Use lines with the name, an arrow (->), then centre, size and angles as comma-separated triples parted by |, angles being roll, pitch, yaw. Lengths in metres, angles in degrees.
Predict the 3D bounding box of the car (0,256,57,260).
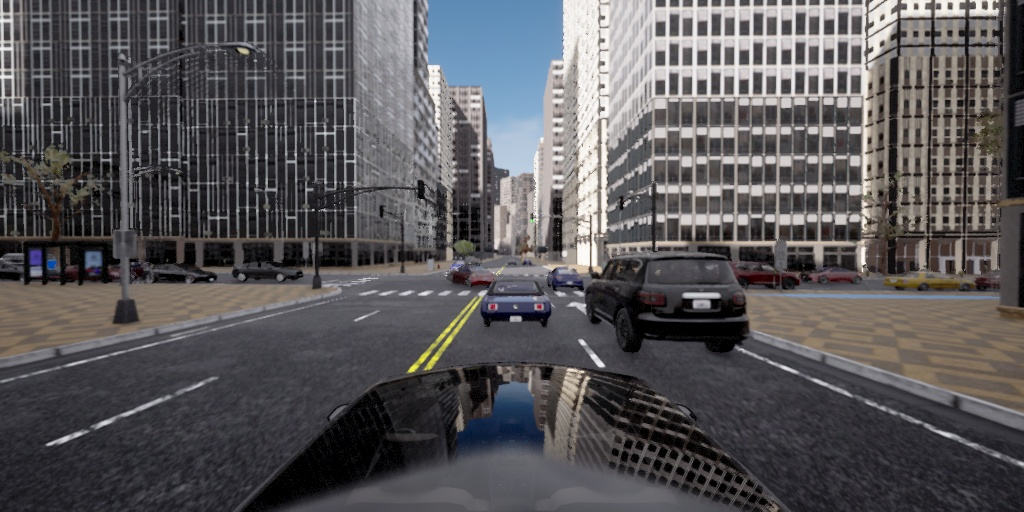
car -> -38.738, 0.968, 27.608 | 4.892, 1.490, 1.837 | 1, 1, 1

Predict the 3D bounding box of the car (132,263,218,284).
car -> -22.714, 1.213, 24.555 | 4.313, 1.339, 1.948 | 0, 0, 1

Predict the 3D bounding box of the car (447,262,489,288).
car -> -2.953, 1.375, 25.264 | 1.994, 1.385, 4.181 | 0, 1, -36

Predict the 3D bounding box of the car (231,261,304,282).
car -> -18.419, 1.150, 27.171 | 4.892, 1.490, 1.837 | 1, 1, 1

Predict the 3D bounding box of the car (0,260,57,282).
car -> -34.079, 1.110, 24.870 | 4.313, 1.339, 1.948 | 0, 0, 1

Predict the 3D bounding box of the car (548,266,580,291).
car -> 3.360, 1.394, 23.145 | 1.812, 1.442, 4.674 | 0, 0, 0

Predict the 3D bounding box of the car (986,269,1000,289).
car -> 33.128, 1.718, 23.694 | 4.207, 1.307, 1.802 | 0, 0, 1

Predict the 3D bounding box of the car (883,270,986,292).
car -> 27.658, 1.613, 23.792 | 4.829, 1.417, 1.751 | 0, 0, 1

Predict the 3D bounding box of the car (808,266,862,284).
car -> 26.128, 1.554, 29.597 | 4.181, 1.385, 1.994 | 0, 1, 1

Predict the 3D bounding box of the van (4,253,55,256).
van -> -45.264, 0.659, 33.539 | 3.998, 1.789, 1.690 | 0, 0, 1

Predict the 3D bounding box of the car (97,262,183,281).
car -> -28.300, 1.158, 27.382 | 4.718, 1.301, 1.895 | 1, 1, 1

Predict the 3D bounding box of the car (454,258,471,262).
car -> -6.557, 1.309, 44.575 | 1.812, 1.442, 4.674 | 0, 0, -2

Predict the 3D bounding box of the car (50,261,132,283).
car -> -28.398, 1.178, 24.692 | 4.207, 1.307, 1.802 | 0, 0, 1

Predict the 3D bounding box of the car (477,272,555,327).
car -> 0.106, 1.360, 11.596 | 1.895, 1.301, 4.718 | 0, 0, 0

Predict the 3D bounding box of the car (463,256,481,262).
car -> -6.534, 1.008, 54.538 | 2.150, 2.045, 5.566 | 0, 0, 1

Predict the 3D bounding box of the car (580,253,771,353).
car -> 3.351, 0.973, 8.959 | 2.150, 2.045, 5.566 | 0, -1, 1

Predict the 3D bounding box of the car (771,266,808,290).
car -> 16.210, 1.304, 23.998 | 5.009, 1.841, 2.192 | 0, 0, 1
